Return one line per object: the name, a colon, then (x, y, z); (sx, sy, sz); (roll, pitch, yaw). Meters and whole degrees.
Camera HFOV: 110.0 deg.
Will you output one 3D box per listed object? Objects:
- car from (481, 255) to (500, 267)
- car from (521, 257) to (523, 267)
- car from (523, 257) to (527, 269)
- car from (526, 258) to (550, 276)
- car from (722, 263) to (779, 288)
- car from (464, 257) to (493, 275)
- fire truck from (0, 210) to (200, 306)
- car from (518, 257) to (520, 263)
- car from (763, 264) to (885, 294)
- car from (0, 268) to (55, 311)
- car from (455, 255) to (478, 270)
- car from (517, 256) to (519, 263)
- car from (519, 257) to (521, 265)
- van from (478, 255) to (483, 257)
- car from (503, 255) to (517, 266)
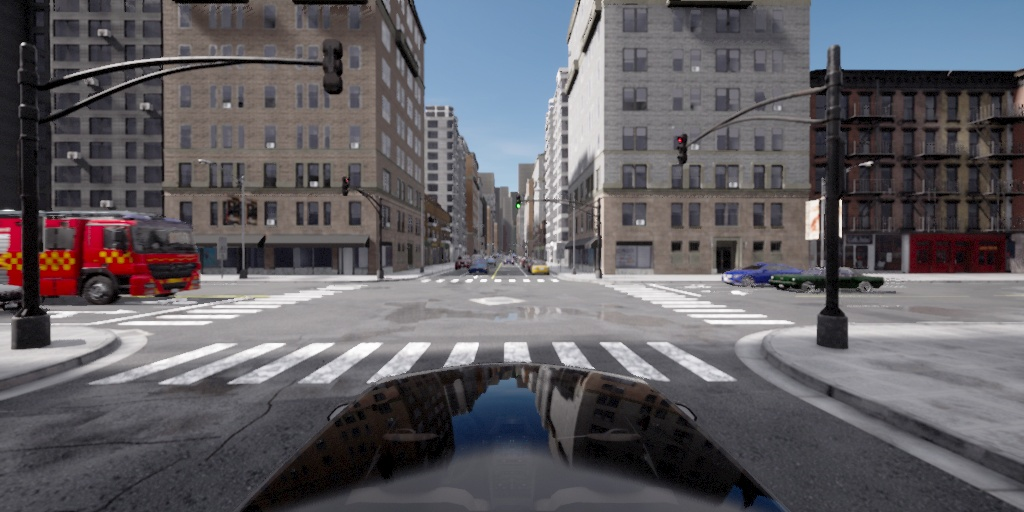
car: (-3.531, 0.982, 58.734); (2.033, 1.411, 5.357); (0, 0, 0)
car: (2.520, 1.061, 45.670); (2.007, 1.370, 4.403); (0, 0, -1)
car: (2.593, 0.982, 40.145); (1.967, 1.591, 4.097); (0, 0, -1)
car: (2.664, 1.099, 34.790); (1.751, 1.417, 4.829); (0, 0, -1)
car: (15.475, 1.155, 22.067); (4.674, 1.442, 1.812); (0, 0, -1)
car: (-3.310, 1.110, 36.621); (2.033, 1.411, 5.357); (0, 0, -1)
fire truck: (-18.445, -0.001, 15.066); (8.468, 3.827, 2.891); (0, 0, -1)
car: (2.373, 0.991, 56.722); (1.888, 1.381, 4.507); (0, 0, -1)
car: (16.335, 1.255, 18.828); (4.718, 1.301, 1.895); (0, 0, -1)
car: (-19.062, 1.227, 11.728); (5.357, 1.411, 2.033); (0, 0, -1)
car: (-6.005, 0.826, 45.558); (2.192, 1.841, 5.009); (0, 0, -1)
car: (2.300, 0.963, 62.247); (2.007, 1.370, 4.403); (0, 0, -1)
car: (2.446, 1.044, 51.196); (1.948, 1.339, 4.313); (0, 0, -1)
van: (-6.225, 0.754, 62.134); (1.690, 1.789, 3.998); (0, 0, -1)
car: (-0.579, 1.004, 63.757); (1.895, 1.301, 4.718); (0, 0, -1)
